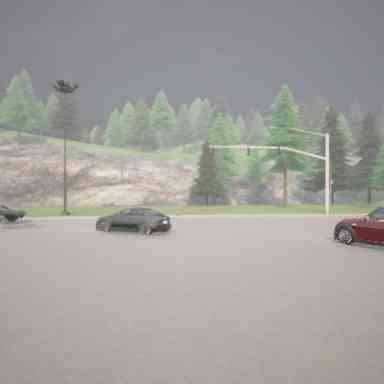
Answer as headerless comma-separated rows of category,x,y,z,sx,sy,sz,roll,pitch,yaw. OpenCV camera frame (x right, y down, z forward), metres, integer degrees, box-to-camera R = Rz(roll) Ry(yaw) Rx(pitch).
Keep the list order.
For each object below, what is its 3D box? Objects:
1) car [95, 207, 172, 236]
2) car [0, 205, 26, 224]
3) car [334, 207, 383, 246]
car,-3.227,1.548,18.289,4.181,1.385,1.994,0,0,25
car,-14.562,1.580,23.493,4.718,1.301,1.895,0,0,-8
car,7.899,1.339,13.074,2.097,1.767,4.553,0,0,-25
